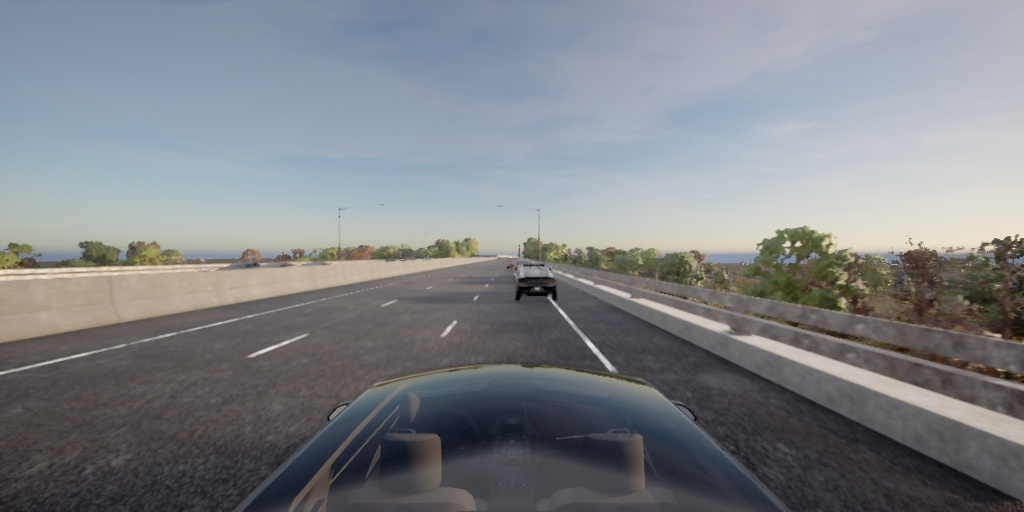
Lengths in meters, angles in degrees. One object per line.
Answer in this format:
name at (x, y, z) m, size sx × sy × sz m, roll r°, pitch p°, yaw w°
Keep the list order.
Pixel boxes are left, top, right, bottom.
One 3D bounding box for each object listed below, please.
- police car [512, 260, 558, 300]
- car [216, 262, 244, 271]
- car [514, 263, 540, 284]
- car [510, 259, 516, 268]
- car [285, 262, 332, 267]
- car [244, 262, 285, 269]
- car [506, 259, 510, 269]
police car at (1.081, 1.185, 17.816) m, size 1.930 × 1.638 × 5.238 m, roll 0°, pitch 0°, yaw 0°
car at (-24.507, 1.301, 32.667) m, size 1.837 × 1.490 × 4.892 m, roll 0°, pitch 0°, yaw 0°
car at (1.098, 1.291, 27.706) m, size 1.812 × 1.442 × 4.674 m, roll 0°, pitch 0°, yaw 0°
car at (1.107, 1.120, 33.676) m, size 2.097 × 1.767 × 4.553 m, roll 0°, pitch 0°, yaw 0°
car at (-17.515, 1.264, 32.021) m, size 1.882 × 1.535 × 5.008 m, roll 0°, pitch 0°, yaw 0°
car at (-21.010, 1.268, 32.117) m, size 1.882 × 1.535 × 5.008 m, roll 0°, pitch 0°, yaw 0°
car at (0.122, 1.382, 55.678) m, size 1.895 × 1.301 × 4.718 m, roll 0°, pitch 0°, yaw 1°
